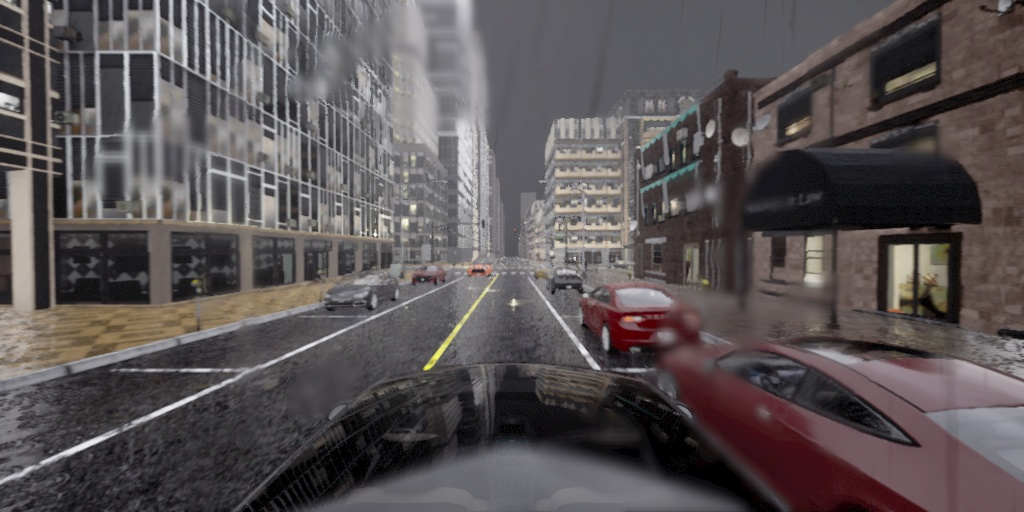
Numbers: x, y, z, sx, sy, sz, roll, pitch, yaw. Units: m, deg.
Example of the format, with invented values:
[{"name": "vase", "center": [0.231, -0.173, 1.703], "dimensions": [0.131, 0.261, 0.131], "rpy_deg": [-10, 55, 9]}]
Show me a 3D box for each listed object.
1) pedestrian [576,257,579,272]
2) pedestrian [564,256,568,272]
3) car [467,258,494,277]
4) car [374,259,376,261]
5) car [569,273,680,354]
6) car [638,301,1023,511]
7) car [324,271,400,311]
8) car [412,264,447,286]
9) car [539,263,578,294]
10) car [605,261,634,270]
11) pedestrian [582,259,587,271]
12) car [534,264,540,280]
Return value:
[{"name": "pedestrian", "center": [7.151, 1.046, 39.538], "dimensions": [0.375, 1.860, 0.375], "rpy_deg": [-1, 1, 0]}, {"name": "pedestrian", "center": [6.152, 0.890, 40.736], "dimensions": [0.375, 1.860, 0.375], "rpy_deg": [-1, 1, 0]}, {"name": "car", "center": [-3.025, 1.090, 34.700], "dimensions": [2.097, 1.767, 4.553], "rpy_deg": [0, 0, 1]}, {"name": "car", "center": [-20.268, 1.194, 46.528], "dimensions": [4.403, 1.370, 2.007], "rpy_deg": [0, 0, 1]}, {"name": "car", "center": [2.761, 1.292, 8.638], "dimensions": [1.888, 1.381, 4.507], "rpy_deg": [0, 0, 0]}, {"name": "car", "center": [2.725, 1.332, 2.994], "dimensions": [1.802, 1.307, 4.207], "rpy_deg": [0, 0, 0]}, {"name": "car", "center": [-5.789, 1.296, 14.343], "dimensions": [2.007, 1.370, 4.403], "rpy_deg": [0, 0, 0]}, {"name": "car", "center": [-5.810, 1.287, 25.632], "dimensions": [1.888, 1.381, 4.507], "rpy_deg": [0, 0, 0]}, {"name": "car", "center": [2.827, 1.294, 19.927], "dimensions": [2.007, 1.370, 4.403], "rpy_deg": [0, 0, 0]}, {"name": "car", "center": [16.331, 1.366, 54.349], "dimensions": [4.403, 1.370, 2.007], "rpy_deg": [0, 0, 1]}, {"name": "pedestrian", "center": [8.151, 1.076, 40.138], "dimensions": [0.375, 1.860, 0.375], "rpy_deg": [-1, 1, 0]}, {"name": "car", "center": [2.832, 1.265, 31.386], "dimensions": [1.751, 1.417, 4.829], "rpy_deg": [0, 0, 0]}]
